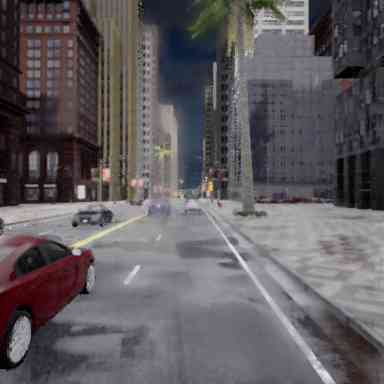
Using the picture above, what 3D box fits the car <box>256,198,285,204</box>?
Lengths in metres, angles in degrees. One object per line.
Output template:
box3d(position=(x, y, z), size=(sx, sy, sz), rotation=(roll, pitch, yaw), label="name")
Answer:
box3d(position=(15.313, 1.783, 64.800), size=(4.206, 1.307, 1.802), rotation=(0, -1, -1), label="car")

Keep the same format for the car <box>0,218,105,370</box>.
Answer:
box3d(position=(-3.151, 1.480, 5.727), size=(1.882, 1.535, 5.008), rotation=(0, 0, 0), label="car")

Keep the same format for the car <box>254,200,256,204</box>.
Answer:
box3d(position=(15.182, 1.907, 73.324), size=(4.313, 1.339, 1.947), rotation=(0, -1, -1), label="car")

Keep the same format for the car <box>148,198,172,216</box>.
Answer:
box3d(position=(-3.151, 1.417, 33.605), size=(2.097, 1.767, 4.553), rotation=(0, 0, 0), label="car")

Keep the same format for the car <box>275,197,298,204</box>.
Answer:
box3d(position=(20.822, 1.888, 73.412), size=(4.313, 1.339, 1.947), rotation=(0, -1, -1), label="car")

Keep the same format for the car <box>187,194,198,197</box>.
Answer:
box3d(position=(0.025, 1.408, 52.400), size=(2.150, 2.045, 5.566), rotation=(0, 0, 1), label="car")

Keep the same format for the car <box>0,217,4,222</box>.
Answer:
box3d(position=(-9.851, 1.516, 13.951), size=(1.837, 1.490, 4.892), rotation=(0, 0, 0), label="car")

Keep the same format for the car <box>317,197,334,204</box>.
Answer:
box3d(position=(26.589, 1.734, 64.976), size=(4.313, 1.339, 1.947), rotation=(0, -1, -1), label="car")

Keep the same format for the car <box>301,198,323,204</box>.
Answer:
box3d(position=(26.460, 1.889, 73.499), size=(4.206, 1.307, 1.802), rotation=(0, -1, -1), label="car")

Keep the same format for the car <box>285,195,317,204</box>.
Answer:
box3d(position=(20.951, 1.498, 64.892), size=(5.009, 1.841, 2.192), rotation=(0, -1, -1), label="car")

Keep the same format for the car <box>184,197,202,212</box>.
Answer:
box3d(position=(0.097, 1.620, 39.304), size=(1.812, 1.442, 4.674), rotation=(0, 0, 0), label="car")

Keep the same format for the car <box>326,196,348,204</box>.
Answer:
box3d(position=(32.098, 1.732, 73.589), size=(4.097, 1.590, 1.967), rotation=(0, -1, -1), label="car")

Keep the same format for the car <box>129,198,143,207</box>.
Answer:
box3d(position=(-9.753, 1.718, 58.352), size=(1.882, 1.535, 5.008), rotation=(0, -1, 0), label="car")

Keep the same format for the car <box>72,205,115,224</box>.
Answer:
box3d(position=(-6.593, 1.592, 22.507), size=(1.994, 1.385, 4.181), rotation=(0, 0, 0), label="car")
